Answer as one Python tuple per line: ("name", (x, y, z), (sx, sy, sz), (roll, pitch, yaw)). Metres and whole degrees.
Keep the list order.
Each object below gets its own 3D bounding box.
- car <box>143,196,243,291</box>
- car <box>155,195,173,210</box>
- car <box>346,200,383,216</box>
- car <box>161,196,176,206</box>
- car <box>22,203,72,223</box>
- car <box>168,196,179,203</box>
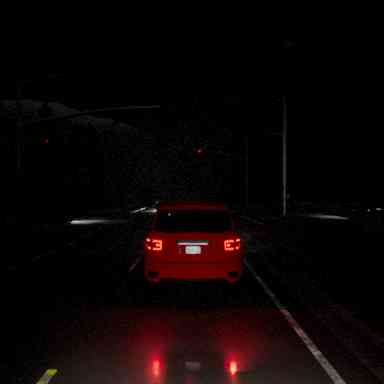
("car", (0.038, 1.221, 9.165), (2.150, 2.045, 5.566), (0, 0, 0))
("car", (-3.692, 1.352, 44.561), (2.097, 1.767, 4.553), (0, 0, 0))
("car", (16.485, 1.520, 29.977), (4.892, 1.490, 1.837), (0, 0, -2))
("car", (-3.709, 1.491, 54.056), (2.128, 1.511, 4.902), (0, 0, 0))
("car", (-11.137, 1.545, 24.633), (4.181, 1.385, 1.994), (0, 0, -5))
("car", (-3.670, 1.563, 67.978), (1.994, 1.385, 4.181), (0, 0, 0))
